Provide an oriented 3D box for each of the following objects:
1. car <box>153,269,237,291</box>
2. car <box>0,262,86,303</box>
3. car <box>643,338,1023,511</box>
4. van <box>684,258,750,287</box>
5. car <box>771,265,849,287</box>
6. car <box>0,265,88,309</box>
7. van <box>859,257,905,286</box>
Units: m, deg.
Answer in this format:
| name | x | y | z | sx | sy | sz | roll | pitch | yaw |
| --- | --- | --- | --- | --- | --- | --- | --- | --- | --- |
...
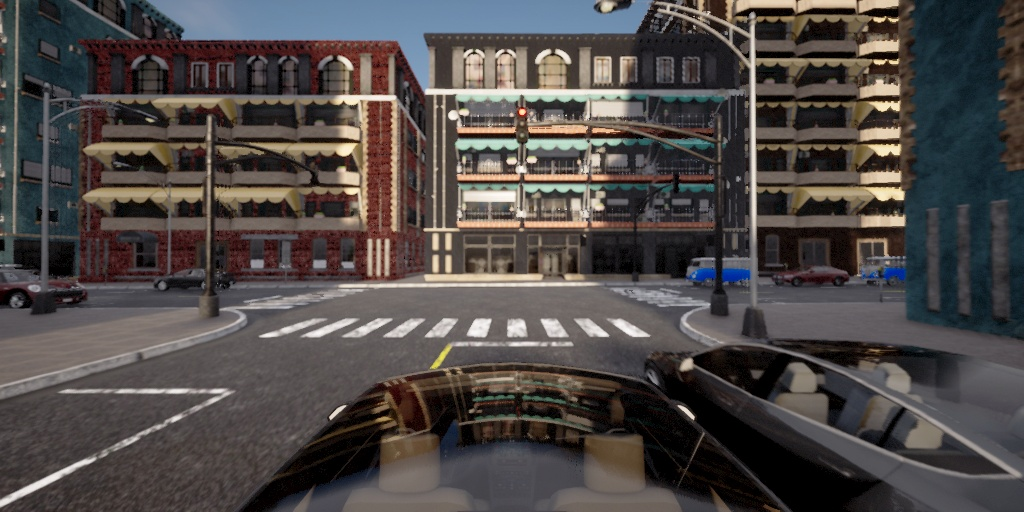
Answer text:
| name | x | y | z | sx | sy | sz | roll | pitch | yaw |
| --- | --- | --- | --- | --- | --- | --- | --- | --- | --- |
| car | -19.725 | 1.431 | 22.398 | 4.403 | 1.370 | 2.007 | 0 | 0 | 0 |
| car | -23.673 | 1.205 | 16.936 | 4.553 | 1.767 | 2.097 | 0 | -1 | 0 |
| car | 2.566 | 1.314 | 2.904 | 1.948 | 1.339 | 4.313 | 0 | 0 | 0 |
| van | 13.060 | 1.010 | 22.489 | 3.998 | 1.789 | 1.690 | 0 | 0 | 0 |
| car | 18.701 | 1.216 | 22.527 | 4.207 | 1.307 | 1.802 | 0 | 0 | 0 |
| car | -19.670 | 1.245 | 14.259 | 4.097 | 1.591 | 1.967 | 0 | 0 | 0 |
| van | 24.341 | 0.941 | 22.565 | 3.998 | 1.789 | 1.690 | 0 | 0 | 0 |
